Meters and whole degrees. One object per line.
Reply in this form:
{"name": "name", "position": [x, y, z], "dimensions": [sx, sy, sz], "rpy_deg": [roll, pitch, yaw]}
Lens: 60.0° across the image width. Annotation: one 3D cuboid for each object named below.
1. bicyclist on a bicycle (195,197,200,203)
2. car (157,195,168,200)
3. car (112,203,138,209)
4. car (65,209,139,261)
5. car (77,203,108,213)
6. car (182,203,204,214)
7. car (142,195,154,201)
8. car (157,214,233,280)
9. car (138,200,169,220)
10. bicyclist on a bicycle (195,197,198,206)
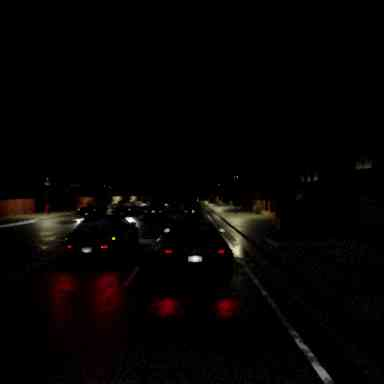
{"name": "bicyclist on a bicycle", "position": [0.895, 1.721, 54.318], "dimensions": [0.866, 1.612, 1.509], "rpy_deg": [0, 0, 0]}
{"name": "car", "position": [-6.490, 1.603, 74.021], "dimensions": [2.150, 2.045, 5.566], "rpy_deg": [0, 0, 0]}
{"name": "car", "position": [-6.594, 1.744, 33.233], "dimensions": [1.895, 1.301, 4.718], "rpy_deg": [0, 0, 0]}
{"name": "car", "position": [-3.154, 1.564, 12.272], "dimensions": [1.812, 1.442, 4.674], "rpy_deg": [0, 0, 0]}
{"name": "car", "position": [-9.844, 1.744, 33.232], "dimensions": [1.895, 1.301, 4.718], "rpy_deg": [0, 0, 0]}
{"name": "car", "position": [0.102, 1.670, 29.733], "dimensions": [2.033, 1.411, 5.357], "rpy_deg": [0, 0, 0]}
{"name": "car", "position": [-9.740, 1.603, 74.021], "dimensions": [2.150, 2.045, 5.566], "rpy_deg": [0, 0, 0]}
{"name": "car", "position": [0.084, 1.595, 10.040], "dimensions": [1.994, 1.385, 4.181], "rpy_deg": [0, 0, 0]}
{"name": "car", "position": [-3.149, 1.669, 29.704], "dimensions": [2.033, 1.411, 5.357], "rpy_deg": [0, 0, 0]}
{"name": "bicyclist on a bicycle", "position": [0.899, 1.794, 63.321], "dimensions": [0.582, 1.620, 1.656], "rpy_deg": [0, -1, 0]}
